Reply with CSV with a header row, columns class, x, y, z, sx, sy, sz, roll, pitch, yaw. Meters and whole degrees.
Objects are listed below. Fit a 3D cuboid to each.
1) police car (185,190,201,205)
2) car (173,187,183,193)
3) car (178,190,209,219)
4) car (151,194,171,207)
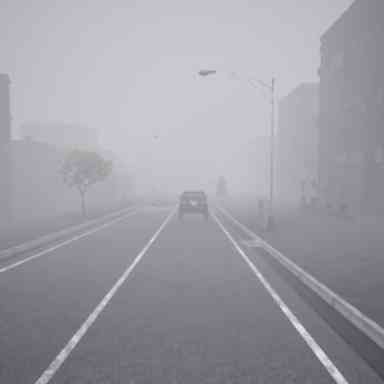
class,x,y,z,sx,sy,sz,roll,pitch,yaw
police car,0.114,0.678,43.828,1.930,1.638,5.238,0,2,0
car,-3.388,-0.474,78.916,2.128,1.511,4.902,0,1,0
car,0.119,0.897,25.548,2.150,2.045,5.566,0,1,0
car,-3.559,0.919,38.263,1.812,1.442,4.674,0,1,0
